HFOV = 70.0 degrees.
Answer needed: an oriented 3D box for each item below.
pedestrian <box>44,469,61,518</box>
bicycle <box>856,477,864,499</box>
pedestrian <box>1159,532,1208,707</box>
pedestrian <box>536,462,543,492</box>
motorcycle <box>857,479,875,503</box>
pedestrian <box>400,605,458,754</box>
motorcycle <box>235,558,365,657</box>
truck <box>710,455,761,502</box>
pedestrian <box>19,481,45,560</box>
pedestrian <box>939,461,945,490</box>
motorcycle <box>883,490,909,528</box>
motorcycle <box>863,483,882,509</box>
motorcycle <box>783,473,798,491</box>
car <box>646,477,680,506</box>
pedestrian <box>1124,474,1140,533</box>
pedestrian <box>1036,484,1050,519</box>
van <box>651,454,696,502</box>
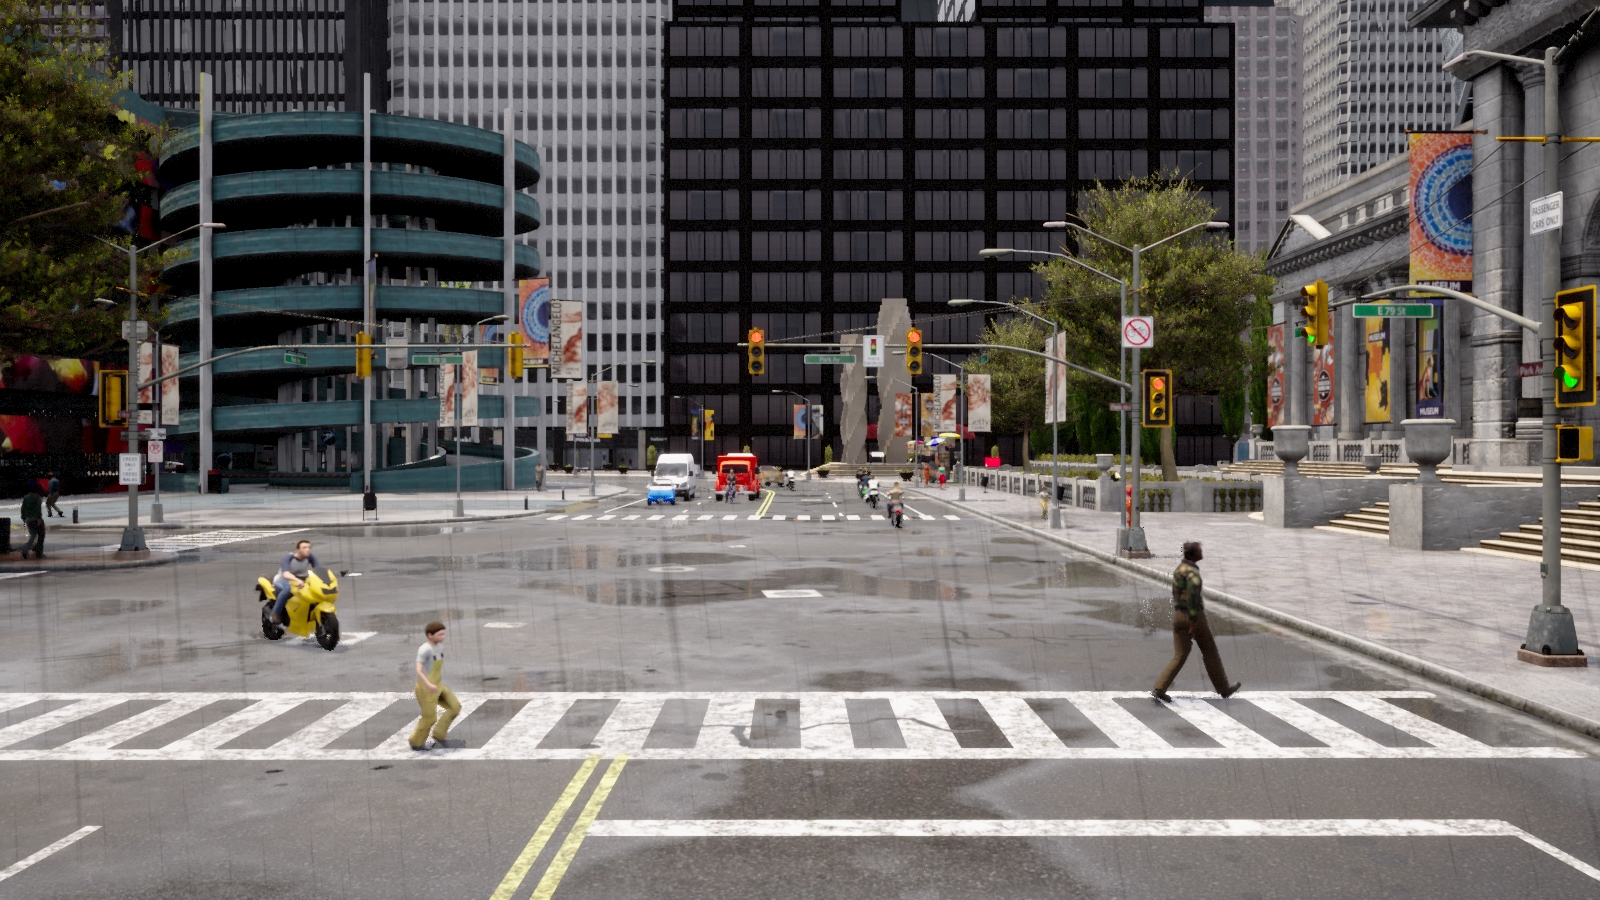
[{"bbox_3d":[-28.826,1.679,44.052,0.375,1.860,0.375,0,0,7],"label":"pedestrian"},{"bbox_3d":[3.475,2.185,66.228,0.329,1.171,1.835,0,0,0],"label":"bicycle"},{"bbox_3d":[4.201,1.842,12.532,0.375,1.860,0.375,0,0,-10],"label":"pedestrian"},{"bbox_3d":[-16.252,1.669,71.266,0.375,1.860,0.375,0,0,-9],"label":"pedestrian"},{"bbox_3d":[3.516,2.159,60.630,0.856,1.236,1.805,0,0,0],"label":"motorcycle"},{"bbox_3d":[-3.455,2.124,10.644,0.375,1.300,0.375,0,0,12],"label":"pedestrian"},{"bbox_3d":[-7.142,2.206,16.291,2.033,1.145,0.803,0,0,37],"label":"motorcycle"},{"bbox_3d":[-3.541,1.543,64.074,2.627,2.467,5.204,0,0,-1],"label":"truck"},{"bbox_3d":[-18.523,1.693,27.560,0.375,1.860,0.375,0,0,6],"label":"pedestrian"},{"bbox_3d":[9.179,1.668,73.868,0.375,1.860,0.375,0,0,-3],"label":"pedestrian"},{"bbox_3d":[3.506,2.154,42.076,0.764,1.277,2.356,0,0,0],"label":"motorcycle"},{"bbox_3d":[3.485,2.191,54.856,0.803,1.145,2.033,0,0,0],"label":"motorcycle"},{"bbox_3d":[-0.659,2.183,77.453,0.803,1.145,2.033,-1,0,-7],"label":"motorcycle"},{"bbox_3d":[-6.988,2.098,58.266,1.481,1.376,2.207,0,0,0],"label":"car"},{"bbox_3d":[10.552,1.682,36.289,0.375,1.860,0.375,0,0,-7],"label":"pedestrian"},{"bbox_3d":[9.174,1.960,43.211,0.375,1.300,0.375,0,0,-20],"label":"pedestrian"},{"bbox_3d":[-7.042,1.510,64.165,1.988,2.561,5.915,0,0,-1],"label":"van"}]
